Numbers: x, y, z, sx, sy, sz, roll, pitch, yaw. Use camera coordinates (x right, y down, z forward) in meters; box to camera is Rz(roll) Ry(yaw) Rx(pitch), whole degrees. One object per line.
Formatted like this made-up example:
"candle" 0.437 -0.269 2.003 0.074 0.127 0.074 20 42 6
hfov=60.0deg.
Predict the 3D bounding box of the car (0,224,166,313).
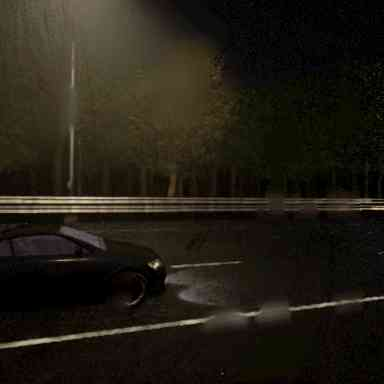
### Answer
"car" -2.596 1.337 6.304 4.181 1.385 1.994 1 2 -20
